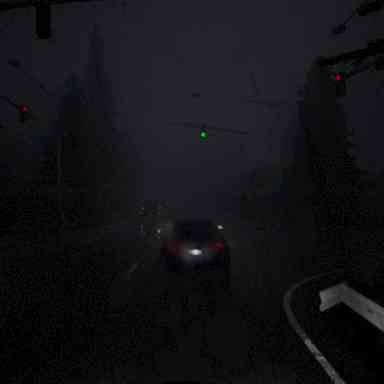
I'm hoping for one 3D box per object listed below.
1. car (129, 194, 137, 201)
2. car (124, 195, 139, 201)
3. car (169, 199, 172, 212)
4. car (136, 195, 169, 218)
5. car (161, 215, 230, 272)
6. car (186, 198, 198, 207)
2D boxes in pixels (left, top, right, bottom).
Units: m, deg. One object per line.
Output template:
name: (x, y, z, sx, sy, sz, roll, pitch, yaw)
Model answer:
car: (-16.784, 1.352, 85.842, 3.866, 1.878, 1.905, 0, 0, -1)
car: (-16.193, 1.647, 89.169, 3.806, 1.475, 1.970, 0, 0, -1)
car: (-3.588, 1.485, 41.226, 2.097, 1.767, 4.553, 0, 0, 0)
car: (-3.592, 1.453, 31.306, 2.097, 1.767, 4.553, 0, 0, 0)
car: (0.095, 1.590, 10.892, 1.994, 1.385, 4.181, 0, 0, 0)
car: (-0.004, 1.703, 55.396, 1.812, 1.442, 4.674, 0, 0, 0)
